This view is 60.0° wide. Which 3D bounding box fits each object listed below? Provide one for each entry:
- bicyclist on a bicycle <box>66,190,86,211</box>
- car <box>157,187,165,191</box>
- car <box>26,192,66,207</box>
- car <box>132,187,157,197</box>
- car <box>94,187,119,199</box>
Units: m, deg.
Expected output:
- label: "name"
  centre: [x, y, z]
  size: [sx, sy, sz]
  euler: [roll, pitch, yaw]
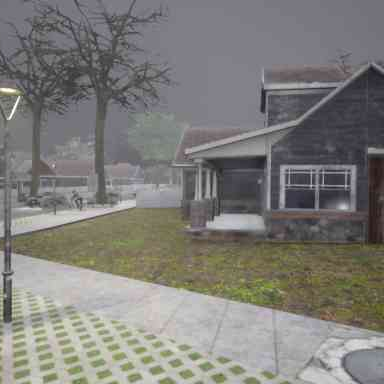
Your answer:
- label: "bicyclist on a bicycle"
  centre: [-9.059, 0.697, 25.922]
  size: [1.656, 1.620, 0.582]
  euler: [1, 2, 10]
- label: "car"
  centre: [-5.707, -0.280, 60.964]
  size: [1.895, 1.301, 4.718]
  euler: [1, 2, 10]
- label: "car"
  centre: [-13.921, 0.669, 31.929]
  size: [1.994, 1.385, 4.181]
  euler: [1, 2, 11]
- label: "car"
  centre: [-7.454, 0.046, 51.112]
  size: [1.895, 1.301, 4.718]
  euler: [1, 2, 11]
- label: "car"
  centre: [-11.521, 0.120, 44.925]
  size: [2.128, 1.511, 4.902]
  euler: [1, 2, 10]
